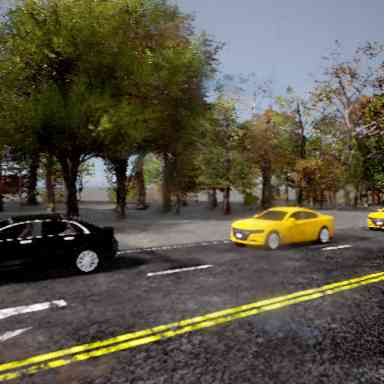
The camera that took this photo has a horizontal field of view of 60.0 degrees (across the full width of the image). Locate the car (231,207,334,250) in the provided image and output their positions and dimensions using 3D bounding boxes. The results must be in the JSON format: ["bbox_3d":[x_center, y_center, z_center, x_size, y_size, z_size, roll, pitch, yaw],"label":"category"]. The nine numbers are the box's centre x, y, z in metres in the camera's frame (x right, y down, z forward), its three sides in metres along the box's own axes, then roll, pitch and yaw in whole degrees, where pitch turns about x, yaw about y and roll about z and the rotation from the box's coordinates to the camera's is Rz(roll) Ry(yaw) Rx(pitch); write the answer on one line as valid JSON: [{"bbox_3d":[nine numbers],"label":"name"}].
[{"bbox_3d":[3.891,1.397,14.012,5.008,1.535,1.882,0,1,-33],"label":"car"}]

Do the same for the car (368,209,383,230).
[{"bbox_3d":[12.356,1.445,19.561,5.008,1.535,1.882,0,1,-33],"label":"car"}]

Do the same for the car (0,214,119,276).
[{"bbox_3d":[-4.352,1.377,8.600,4.892,1.490,1.837,0,1,-33],"label":"car"}]
